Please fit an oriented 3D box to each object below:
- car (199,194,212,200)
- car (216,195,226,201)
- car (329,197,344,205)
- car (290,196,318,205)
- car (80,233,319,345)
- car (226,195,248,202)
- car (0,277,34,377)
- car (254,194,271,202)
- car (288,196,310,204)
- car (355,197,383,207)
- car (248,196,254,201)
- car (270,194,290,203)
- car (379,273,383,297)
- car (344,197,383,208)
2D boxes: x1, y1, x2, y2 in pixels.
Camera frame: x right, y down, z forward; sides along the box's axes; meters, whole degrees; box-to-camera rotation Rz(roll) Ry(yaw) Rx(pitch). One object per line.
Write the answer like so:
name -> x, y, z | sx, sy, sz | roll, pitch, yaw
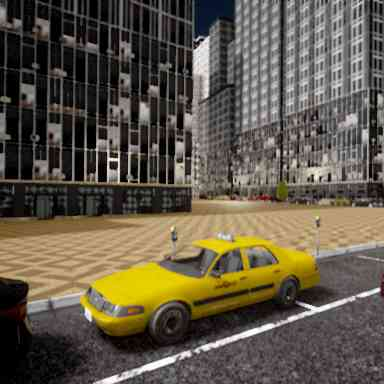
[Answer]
car -> 3.630, 1.354, 89.823 | 2.192, 1.841, 5.009 | 1, -1, -22
car -> 7.910, 1.518, 79.306 | 1.752, 1.417, 4.829 | 1, -1, -22
car -> 25.619, 1.504, 56.710 | 1.752, 1.417, 4.829 | 1, -1, -22
car -> 18.390, 1.428, 53.568 | 2.008, 1.369, 4.403 | 1, -1, -22
car -> 0.434, 1.503, 6.340 | 4.829, 1.417, 1.752 | 0, 1, -35
car -> 9.956, 1.410, 74.285 | 1.967, 1.590, 4.097 | 1, -1, -22
car -> -3.930, 1.574, 3.282 | 4.313, 1.339, 1.947 | 0, 1, -36
car -> 17.245, 1.386, 77.281 | 2.192, 1.841, 5.009 | 1, -1, -22
car -> 21.463, 1.575, 66.916 | 2.008, 1.369, 4.403 | 1, -1, -22
car -> 27.793, 1.506, 51.372 | 2.008, 1.369, 4.403 | 1, -1, -22
car -> 15.133, 1.676, 82.460 | 1.802, 1.307, 4.206 | 1, -1, -22
car -> 16.282, 1.341, 58.748 | 1.967, 1.590, 4.097 | 1, -1, -22
car -> 5.678, 1.515, 6.721 | 4.181, 1.385, 1.994 | 0, 0, -34
car -> 22.608, 1.382, 43.209 | 2.008, 1.369, 4.403 | 1, -1, -22
